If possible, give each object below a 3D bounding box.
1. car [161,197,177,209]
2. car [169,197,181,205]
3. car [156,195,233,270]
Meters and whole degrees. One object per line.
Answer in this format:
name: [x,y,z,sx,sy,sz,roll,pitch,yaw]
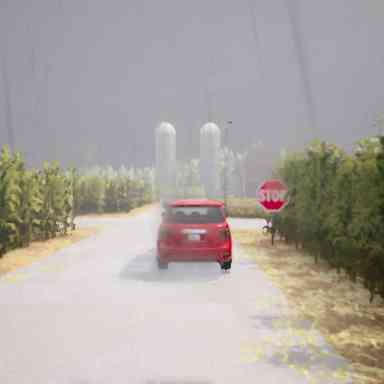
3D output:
car: [-3.168,1.497,46.483,1.882,1.535,5.008,0,0,0]
car: [-3.103,1.642,62.056,1.895,1.301,4.718,0,0,1]
car: [0.077,1.254,11.280,2.150,2.045,5.566,0,0,0]
